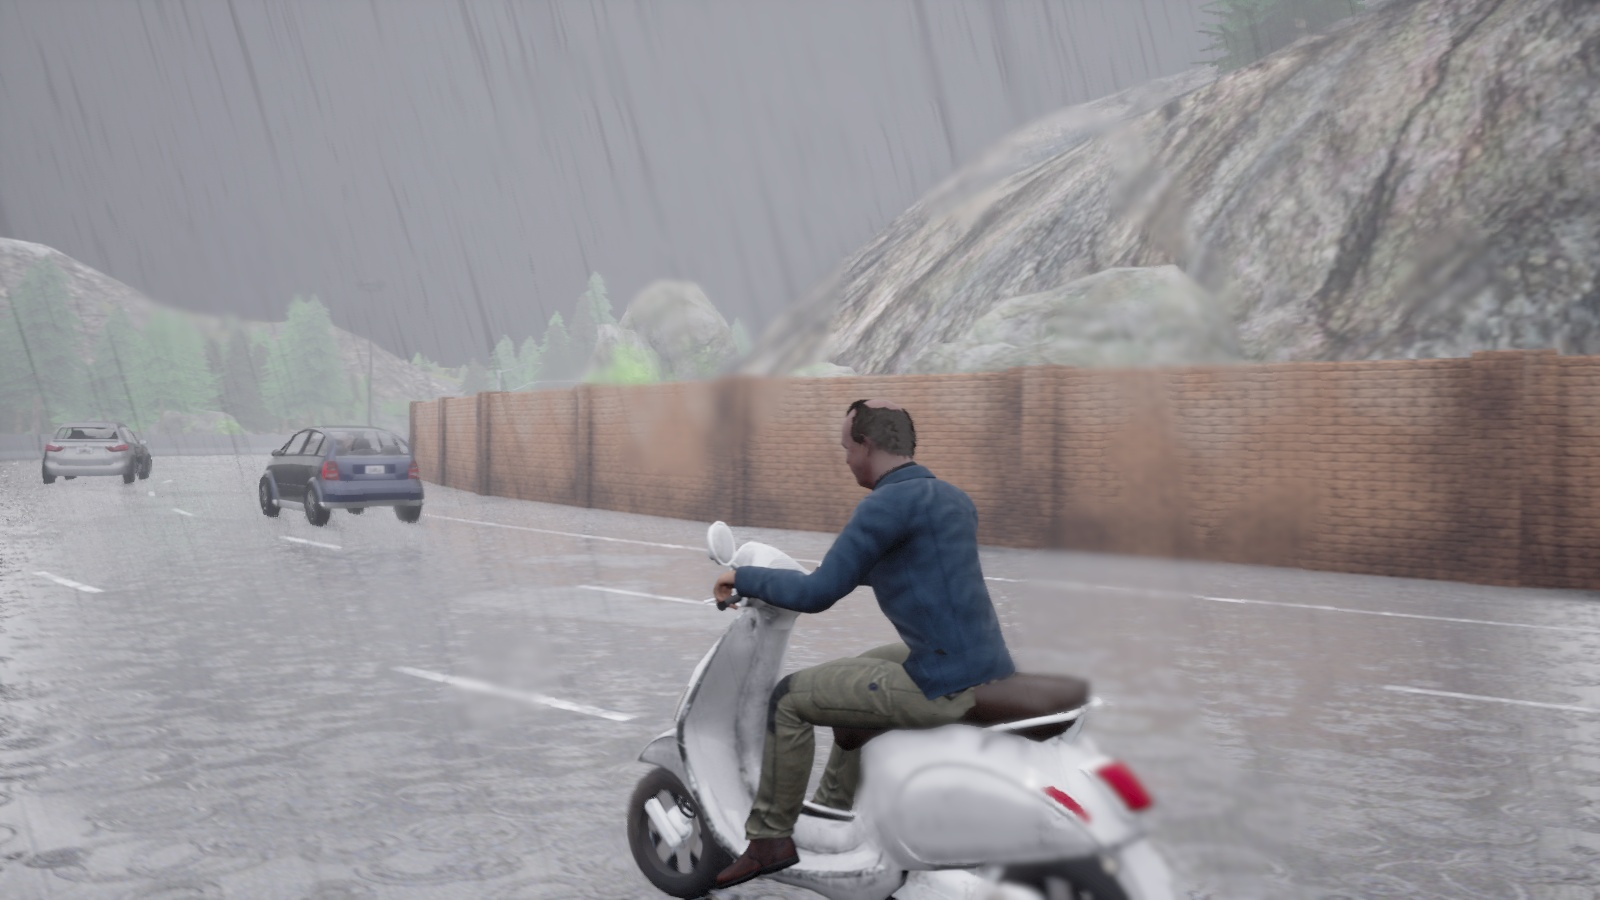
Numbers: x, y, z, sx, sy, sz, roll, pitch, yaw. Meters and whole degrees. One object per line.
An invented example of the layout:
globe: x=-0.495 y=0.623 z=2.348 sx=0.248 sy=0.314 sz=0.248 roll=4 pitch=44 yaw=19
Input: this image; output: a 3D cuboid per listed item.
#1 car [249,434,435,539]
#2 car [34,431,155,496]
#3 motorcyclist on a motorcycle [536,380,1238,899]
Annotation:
car: x=-7.640 y=0.533 z=20.781 sx=1.789 sy=1.549 sz=3.705 roll=-1 pitch=1 yaw=-38
car: x=-19.565 y=0.327 z=35.059 sx=2.242 sy=1.667 sz=4.611 roll=-1 pitch=1 yaw=-21
motorcyclist on a motorcycle: x=0.201 y=0.644 z=3.589 sx=1.817 sy=1.590 sz=0.866 roll=0 pitch=0 yaw=35
